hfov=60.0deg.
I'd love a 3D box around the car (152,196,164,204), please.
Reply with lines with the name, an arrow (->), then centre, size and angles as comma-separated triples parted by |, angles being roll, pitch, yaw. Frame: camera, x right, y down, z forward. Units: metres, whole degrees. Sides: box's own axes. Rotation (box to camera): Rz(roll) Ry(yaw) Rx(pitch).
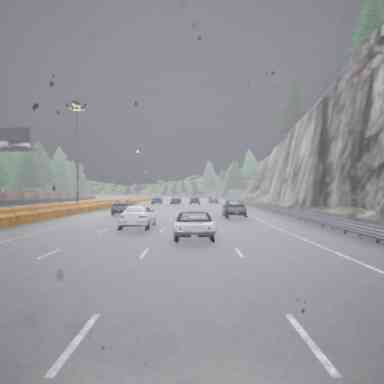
car -> -6.463, 1.550, 62.860 | 1.837, 1.490, 4.892 | 0, 0, 1

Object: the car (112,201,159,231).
car -> -3.394, 1.549, 20.948 | 1.812, 1.442, 4.674 | 0, 0, 0

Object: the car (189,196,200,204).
car -> 0.540, 1.498, 63.173 | 1.837, 1.490, 4.892 | 0, 0, 1

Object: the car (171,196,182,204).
car -> -2.960, 1.496, 63.236 | 1.882, 1.535, 5.008 | 0, 0, 1

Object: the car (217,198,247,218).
car -> 3.668, 1.463, 29.330 | 2.128, 1.511, 4.902 | 0, 0, 1

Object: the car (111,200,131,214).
car -> -6.788, 1.540, 33.496 | 2.128, 1.511, 4.902 | 0, 0, 1

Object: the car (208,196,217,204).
car -> 4.040, 1.515, 62.982 | 2.033, 1.411, 5.357 | 0, 0, 0

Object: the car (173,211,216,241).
car -> 0.104, 1.599, 16.521 | 1.895, 1.301, 4.718 | 0, 0, 0
